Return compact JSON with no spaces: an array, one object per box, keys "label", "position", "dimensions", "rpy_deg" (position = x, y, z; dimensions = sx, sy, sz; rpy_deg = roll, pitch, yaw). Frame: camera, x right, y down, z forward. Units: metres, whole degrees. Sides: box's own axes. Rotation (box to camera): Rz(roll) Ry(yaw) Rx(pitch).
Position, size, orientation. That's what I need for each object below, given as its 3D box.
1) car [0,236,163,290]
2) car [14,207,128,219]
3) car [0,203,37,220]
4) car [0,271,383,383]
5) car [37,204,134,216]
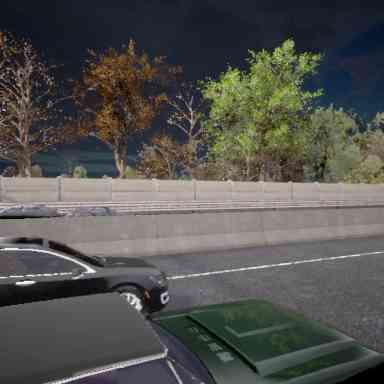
[{"label":"car","position":[-2.794,1.505,5.497],"dimensions":[4.892,1.490,1.837],"rpy_deg":[0,0,-26]},{"label":"car","position":[-5.751,1.600,15.975],"dimensions":[4.718,1.301,1.895],"rpy_deg":[0,0,-26]},{"label":"car","position":[-10.994,1.491,21.189],"dimensions":[4.902,1.511,2.128],"rpy_deg":[0,0,-26]},{"label":"car","position":[-0.593,1.600,2.681],"dimensions":[4.718,1.301,1.895],"rpy_deg":[0,0,-26]},{"label":"car","position":[-6.070,1.547,19.718],"dimensions":[5.357,1.411,2.033],"rpy_deg":[0,0,-26]}]
